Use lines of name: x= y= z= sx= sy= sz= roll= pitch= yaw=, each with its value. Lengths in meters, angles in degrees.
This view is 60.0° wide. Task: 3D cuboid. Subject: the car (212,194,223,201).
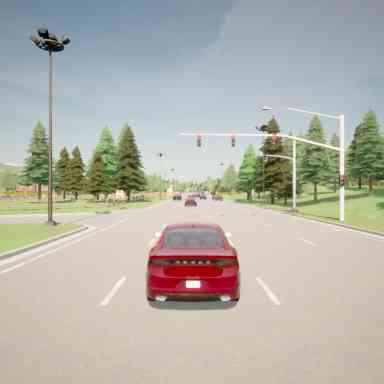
car: x=6.681 y=1.517 z=83.595 sx=2.128 sy=1.511 sz=4.902 roll=0 pitch=0 yaw=0

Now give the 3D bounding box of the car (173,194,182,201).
car: x=-3.819 y=1.469 z=83.554 sx=1.882 sy=1.535 sz=5.008 roll=0 pitch=0 yaw=0

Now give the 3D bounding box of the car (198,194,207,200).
car: x=3.139 y=1.524 z=94.414 sx=1.812 sy=1.442 sz=4.674 roll=0 pitch=0 yaw=0

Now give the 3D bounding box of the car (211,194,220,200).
car: x=6.641 y=1.372 z=94.014 sx=2.033 sy=1.411 sz=5.357 roll=0 pitch=0 yaw=0

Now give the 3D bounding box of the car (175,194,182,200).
car: x=-3.859 y=1.310 z=93.974 sx=1.882 sy=1.535 sz=5.008 roll=0 pitch=0 yaw=0

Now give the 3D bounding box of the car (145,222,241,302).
car: x=0.031 y=1.478 z=8.353 sx=1.882 sy=1.535 sz=5.008 roll=0 pitch=0 yaw=0

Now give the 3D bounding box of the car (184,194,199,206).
car: x=-0.201 y=1.526 z=52.955 sx=1.812 sy=1.442 sz=4.674 roll=0 pitch=0 yaw=0

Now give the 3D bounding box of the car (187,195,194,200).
car: x=-0.359 y=1.428 z=94.018 sx=1.895 sy=1.301 sz=4.718 roll=0 pitch=0 yaw=0
